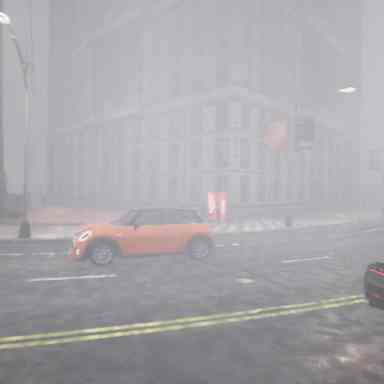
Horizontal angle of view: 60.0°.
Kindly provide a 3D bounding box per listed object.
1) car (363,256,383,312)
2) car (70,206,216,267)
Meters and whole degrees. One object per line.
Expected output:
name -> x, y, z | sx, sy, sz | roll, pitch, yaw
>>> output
car -> 5.362, 1.556, 6.120 | 4.892, 1.490, 1.837 | 1, 1, -25
car -> -1.587, 1.274, 10.952 | 4.553, 1.767, 2.097 | 1, 0, -21
